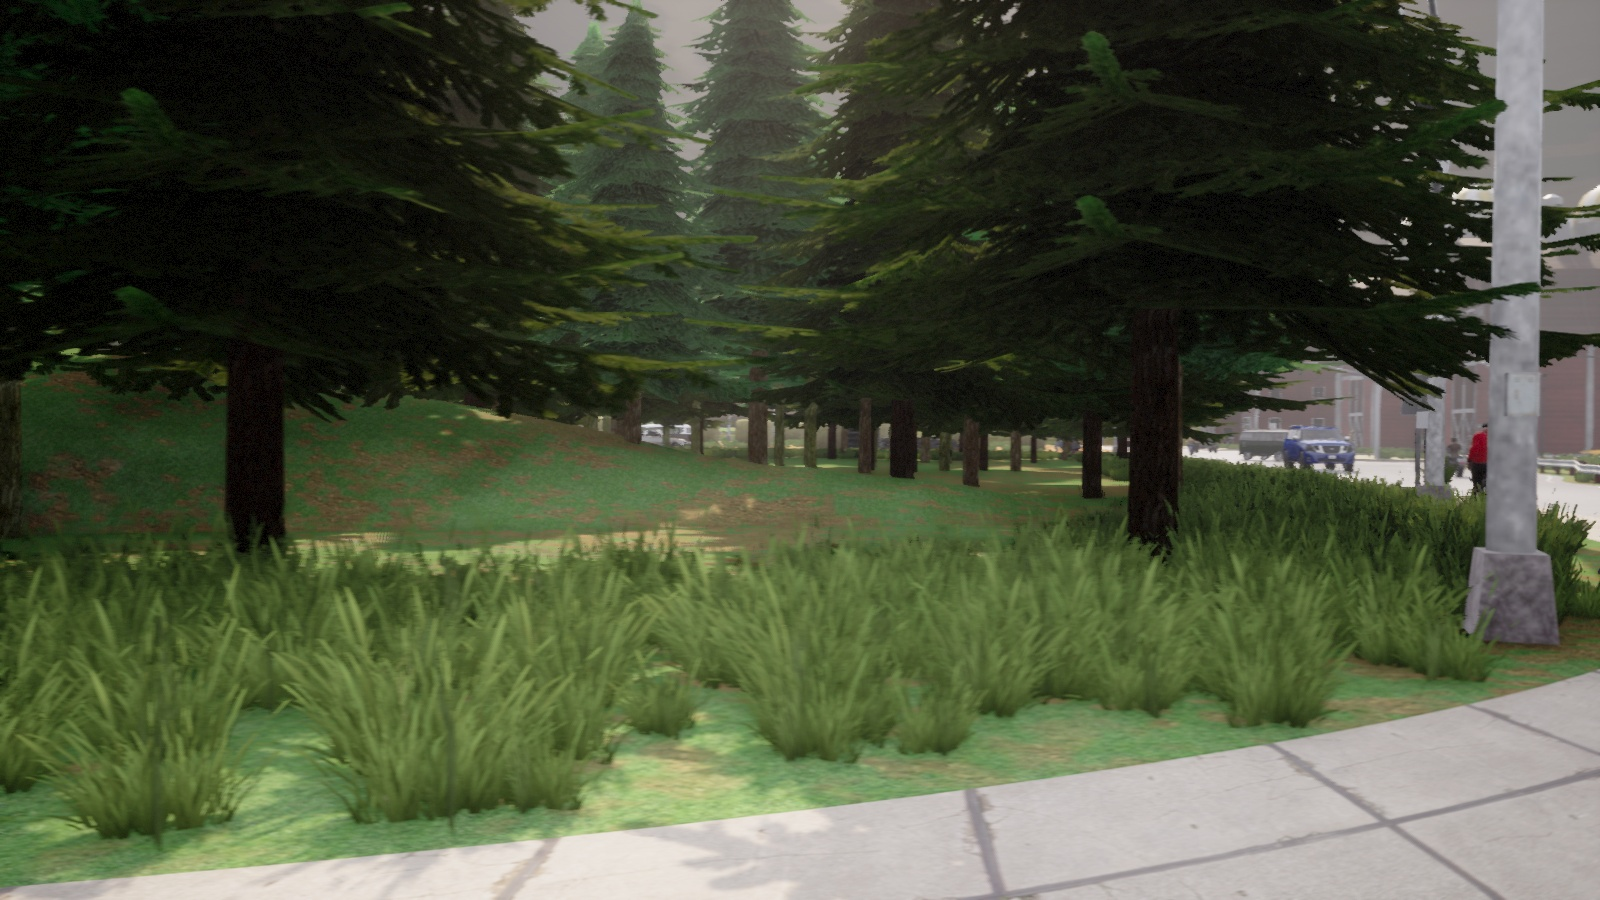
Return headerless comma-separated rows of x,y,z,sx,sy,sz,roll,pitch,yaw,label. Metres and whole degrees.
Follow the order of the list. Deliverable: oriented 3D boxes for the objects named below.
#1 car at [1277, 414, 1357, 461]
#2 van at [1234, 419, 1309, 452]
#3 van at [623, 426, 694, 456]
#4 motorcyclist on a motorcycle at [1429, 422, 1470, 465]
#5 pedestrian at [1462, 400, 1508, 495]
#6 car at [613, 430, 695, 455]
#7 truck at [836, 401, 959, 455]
23.589,-0.591,57.514,2.150,2.045,5.566,-1,1,9,car
29.885,-0.941,79.724,1.775,1.987,4.442,-1,1,-28,van
-9.848,-0.618,87.330,4.480,2.038,2.069,-1,1,10,van
25.918,-0.277,50.115,0.766,1.649,2.350,-1,1,9,motorcyclist on a motorcycle
13.506,-0.054,24.775,0.634,1.844,0.899,0,1,18,pedestrian
-9.712,-0.511,83.748,5.027,1.651,2.152,0,1,10,car
6.585,-1.464,84.308,7.936,3.462,2.891,0,1,10,truck
